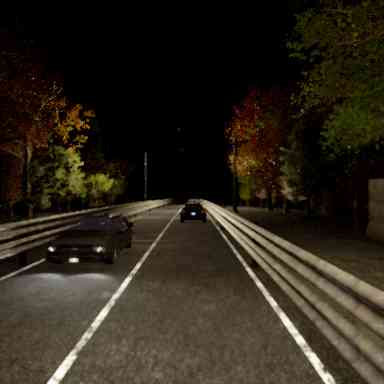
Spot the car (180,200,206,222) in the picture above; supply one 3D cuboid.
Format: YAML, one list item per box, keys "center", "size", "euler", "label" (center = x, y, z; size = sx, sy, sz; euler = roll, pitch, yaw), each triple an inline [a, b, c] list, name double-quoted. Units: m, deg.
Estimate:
- center: [0.106, 1.614, 26.644]
  size: [1.994, 1.385, 4.181]
  euler: [0, 0, 0]
  label: "car"

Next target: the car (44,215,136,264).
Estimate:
- center: [-3.287, 1.535, 11.969]
  size: [2.033, 1.411, 5.357]
  euler: [0, 0, 1]
  label: "car"
